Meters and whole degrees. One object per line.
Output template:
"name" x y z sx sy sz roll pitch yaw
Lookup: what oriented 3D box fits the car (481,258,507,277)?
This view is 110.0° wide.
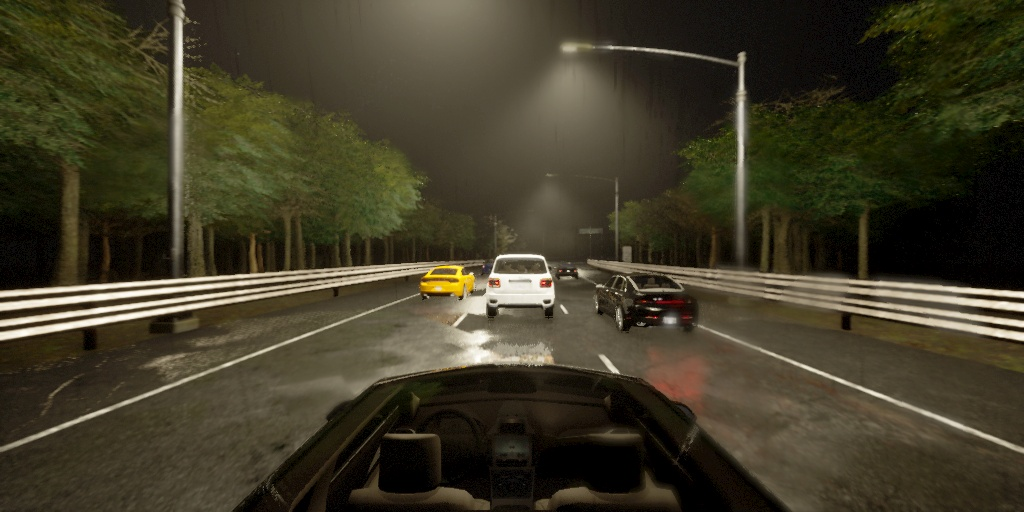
"car" -1.777 1.092 36.605 2.097 1.767 4.553 0 0 5

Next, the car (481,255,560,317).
"car" 0.318 0.973 13.274 2.150 2.045 5.566 0 0 2

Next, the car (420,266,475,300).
"car" -3.017 1.225 17.639 1.882 1.535 5.008 0 0 2

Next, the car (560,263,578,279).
"car" 4.862 1.297 32.278 2.033 1.411 5.357 0 0 5

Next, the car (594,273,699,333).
"car" 3.761 1.260 10.804 1.837 1.490 4.892 0 0 1
